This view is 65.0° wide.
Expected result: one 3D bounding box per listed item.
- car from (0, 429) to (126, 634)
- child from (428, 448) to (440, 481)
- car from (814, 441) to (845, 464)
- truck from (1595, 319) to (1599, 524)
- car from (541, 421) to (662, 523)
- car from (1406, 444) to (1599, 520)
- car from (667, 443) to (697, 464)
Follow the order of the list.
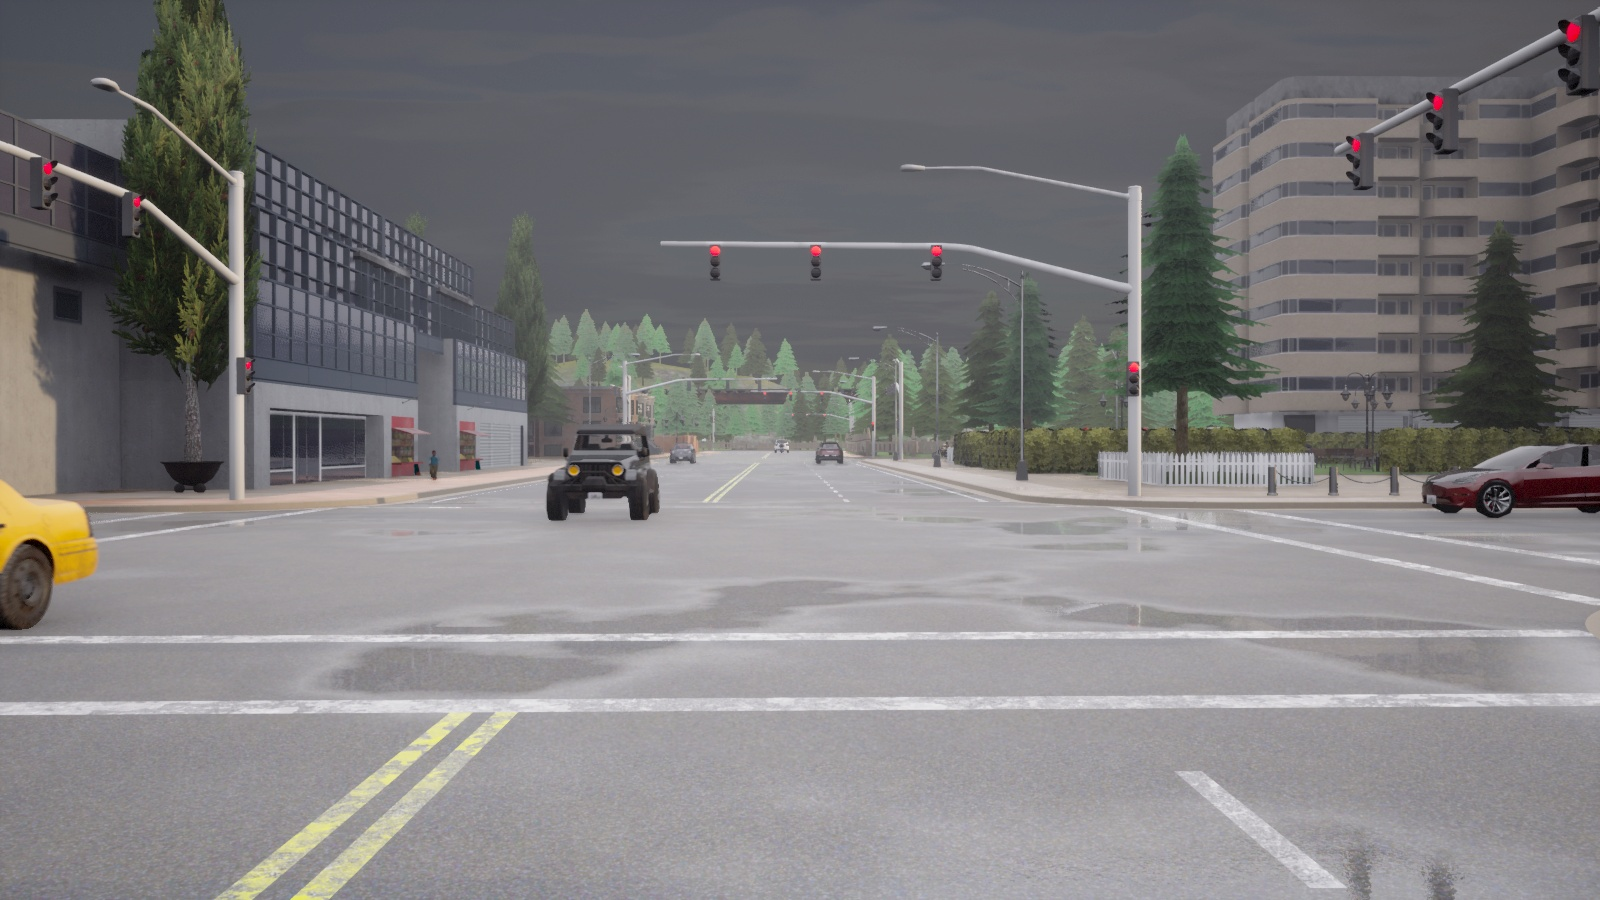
[{"bbox_3d":[-7.033,0.630,8.812,1.801,1.575,5.366,0,0,-1],"label":"car"},{"bbox_3d":[-13.218,0.518,45.350,0.343,1.192,0.448,0,0,-3],"label":"child"},{"bbox_3d":[2.115,0.165,90.991,2.033,1.649,4.856,0,0,-1],"label":"car"},{"bbox_3d":[19.204,-0.528,22.210,8.468,3.827,2.891,0,0,-1],"label":"truck"},{"bbox_3d":[-3.886,0.397,25.207,1.905,1.878,3.866,0,0,-1],"label":"car"},{"bbox_3d":[15.302,0.614,25.652,4.792,1.488,2.163,0,0,-1],"label":"car"},{"bbox_3d":[-8.366,0.248,89.601,1.845,1.501,3.633,0,0,-1],"label":"car"}]
